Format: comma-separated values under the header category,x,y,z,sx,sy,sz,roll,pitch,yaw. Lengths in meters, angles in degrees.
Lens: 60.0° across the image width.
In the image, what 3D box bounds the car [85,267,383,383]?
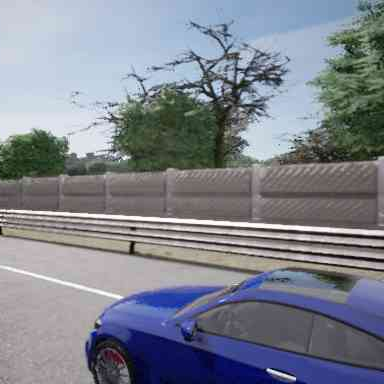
category,x,y,z,sx,sy,sz,roll,pitch,yaw
car,0.940,1.528,3.321,4.674,1.442,1.812,0,0,35
